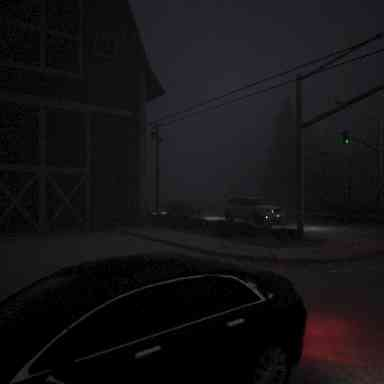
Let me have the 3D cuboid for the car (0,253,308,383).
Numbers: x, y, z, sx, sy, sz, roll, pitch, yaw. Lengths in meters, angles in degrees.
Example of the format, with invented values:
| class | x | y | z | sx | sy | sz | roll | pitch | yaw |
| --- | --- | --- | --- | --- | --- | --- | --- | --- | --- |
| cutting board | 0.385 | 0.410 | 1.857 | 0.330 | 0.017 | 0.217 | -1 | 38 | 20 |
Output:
| class | x | y | z | sx | sy | sz | roll | pitch | yaw |
| --- | --- | --- | --- | --- | --- | --- | --- | --- | --- |
| car | -0.820 | 1.507 | 3.434 | 4.892 | 1.490 | 1.837 | 0 | 0 | -36 |

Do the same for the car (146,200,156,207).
| class | x | y | z | sx | sy | sz | roll | pitch | yaw |
| --- | --- | --- | --- | --- | --- | --- | --- | --- | --- |
| car | -6.330 | 1.784 | 42.571 | 1.837 | 1.490 | 4.892 | 0 | 0 | -34 |

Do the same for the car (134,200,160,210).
| class | x | y | z | sx | sy | sz | roll | pitch | yaw |
| --- | --- | --- | --- | --- | --- | --- | --- | --- | --- |
| car | -6.759 | 1.920 | 49.544 | 1.895 | 1.301 | 4.718 | 0 | 0 | -34 |

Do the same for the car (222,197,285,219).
| class | x | y | z | sx | sy | sz | roll | pitch | yaw |
| --- | --- | --- | --- | --- | --- | --- | --- | --- | --- |
| car | 4.699 | 1.399 | 26.483 | 2.150 | 2.045 | 5.566 | 0 | 0 | -34 |

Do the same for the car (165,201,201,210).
| class | x | y | z | sx | sy | sz | roll | pitch | yaw |
| --- | --- | --- | --- | --- | --- | --- | --- | --- | --- |
| car | -0.942 | 1.707 | 34.710 | 1.882 | 1.535 | 5.008 | 0 | 0 | -35 |
